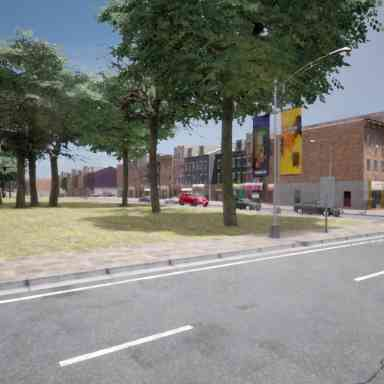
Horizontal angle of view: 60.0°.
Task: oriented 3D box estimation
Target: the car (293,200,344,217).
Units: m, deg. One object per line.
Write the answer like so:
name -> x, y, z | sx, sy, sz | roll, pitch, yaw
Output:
car -> 12.193, 1.588, 32.268 | 1.837, 1.490, 4.892 | 1, 0, -35

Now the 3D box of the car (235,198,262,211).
car -> 6.363, 1.496, 40.456 | 1.837, 1.490, 4.892 | 1, 0, -35

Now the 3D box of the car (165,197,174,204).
car -> -2.907, 1.488, 58.461 | 1.895, 1.301, 4.718 | 1, 0, -35

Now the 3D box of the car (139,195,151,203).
car -> -8.779, 1.401, 66.612 | 2.033, 1.411, 5.357 | 1, 0, -35

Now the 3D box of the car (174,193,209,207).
car -> 0.158, 1.136, 49.187 | 2.150, 2.045, 5.566 | 1, 0, -35
